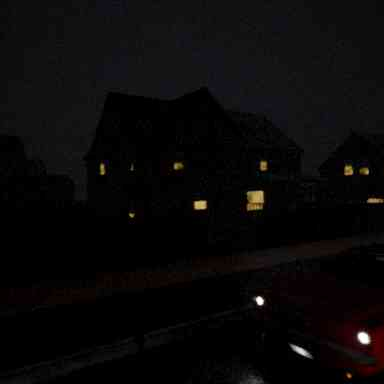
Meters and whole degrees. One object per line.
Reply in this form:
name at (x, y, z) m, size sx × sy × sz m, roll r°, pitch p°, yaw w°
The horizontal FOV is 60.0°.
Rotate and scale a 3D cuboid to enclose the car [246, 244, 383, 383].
car at (3.103, 1.599, 5.287) m, size 4.718 × 1.301 × 1.895 m, roll 0°, pitch 0°, yaw -36°
